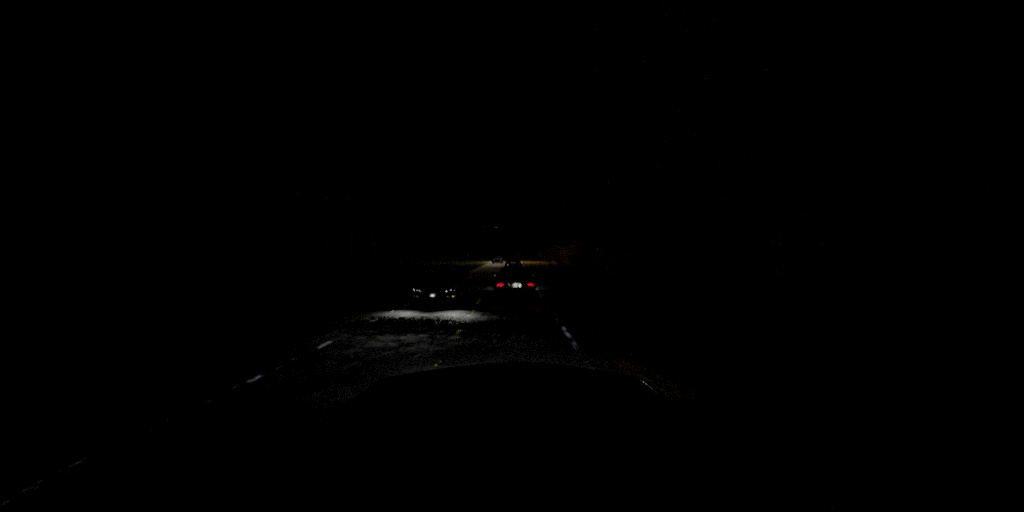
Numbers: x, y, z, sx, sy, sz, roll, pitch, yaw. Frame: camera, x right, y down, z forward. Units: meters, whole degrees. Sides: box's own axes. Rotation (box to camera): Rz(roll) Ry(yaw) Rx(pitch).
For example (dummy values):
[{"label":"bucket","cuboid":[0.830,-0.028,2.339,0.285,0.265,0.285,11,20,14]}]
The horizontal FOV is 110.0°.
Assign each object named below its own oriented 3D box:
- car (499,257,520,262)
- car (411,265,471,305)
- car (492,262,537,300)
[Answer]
[{"label":"car","cuboid":[0.107,1.042,33.507,2.033,1.411,5.357,0,1,0]},{"label":"car","cuboid":[-2.847,1.150,15.257,1.837,1.490,4.892,0,0,0]},{"label":"car","cuboid":[0.110,1.182,16.668,2.033,1.411,5.357,0,0,-1]}]
